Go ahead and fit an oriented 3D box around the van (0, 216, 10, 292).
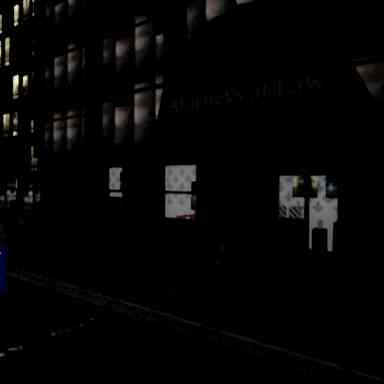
[{"bbox_3d":[-5.326,1.200,6.682,3.998,1.788,1.690,1,1,36],"label":"van"}]
